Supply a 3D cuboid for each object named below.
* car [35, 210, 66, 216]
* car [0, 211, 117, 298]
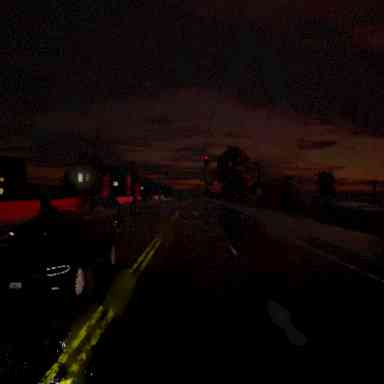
[{"bbox_3d":[-6.605,1.599,15.973,2.033,1.411,5.357,0,0,0],"label":"car"},{"bbox_3d":[-3.353,1.505,8.809,1.882,1.535,5.008,0,0,0],"label":"car"}]
